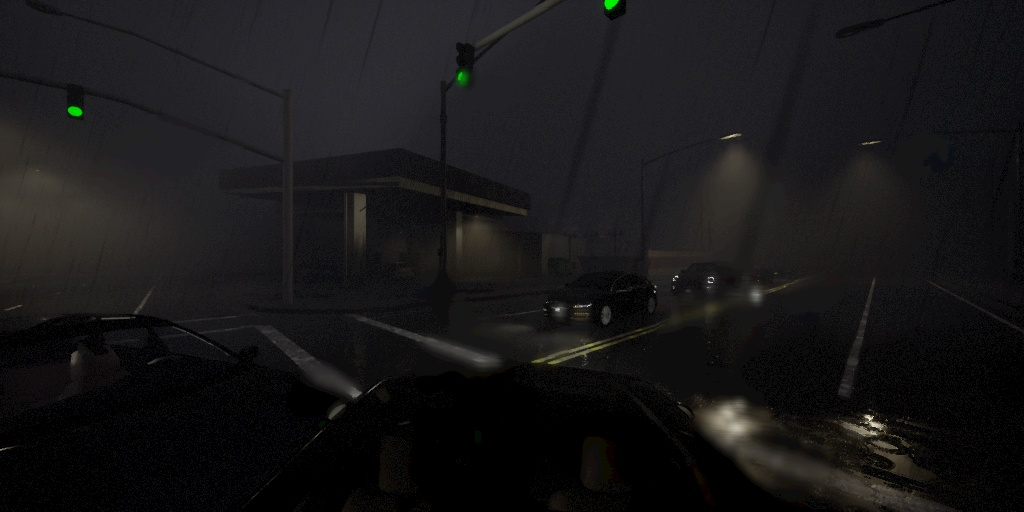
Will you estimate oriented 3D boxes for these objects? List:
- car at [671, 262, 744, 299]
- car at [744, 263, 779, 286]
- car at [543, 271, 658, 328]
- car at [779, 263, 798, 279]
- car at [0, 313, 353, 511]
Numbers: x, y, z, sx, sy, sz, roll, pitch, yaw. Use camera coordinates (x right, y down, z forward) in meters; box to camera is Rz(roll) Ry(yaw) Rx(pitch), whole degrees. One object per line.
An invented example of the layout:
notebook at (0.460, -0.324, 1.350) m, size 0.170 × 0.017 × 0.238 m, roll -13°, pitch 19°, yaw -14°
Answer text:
car at (9.938, 1.102, 18.353) m, size 4.553 × 1.767 × 2.097 m, roll 0°, pitch 0°, yaw -44°
car at (16.947, 1.314, 25.181) m, size 1.994 × 1.385 × 4.181 m, roll 0°, pitch 0°, yaw 45°
car at (3.018, 1.255, 11.590) m, size 4.892 × 1.490 × 1.837 m, roll 0°, pitch 0°, yaw -45°
car at (24.163, 1.314, 32.149) m, size 4.181 × 1.385 × 1.994 m, roll 0°, pitch 0°, yaw -44°
car at (-3.390, 1.242, 2.647) m, size 4.902 × 1.511 × 2.128 m, roll 0°, pitch 0°, yaw 16°
